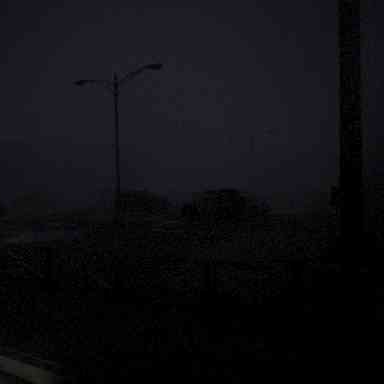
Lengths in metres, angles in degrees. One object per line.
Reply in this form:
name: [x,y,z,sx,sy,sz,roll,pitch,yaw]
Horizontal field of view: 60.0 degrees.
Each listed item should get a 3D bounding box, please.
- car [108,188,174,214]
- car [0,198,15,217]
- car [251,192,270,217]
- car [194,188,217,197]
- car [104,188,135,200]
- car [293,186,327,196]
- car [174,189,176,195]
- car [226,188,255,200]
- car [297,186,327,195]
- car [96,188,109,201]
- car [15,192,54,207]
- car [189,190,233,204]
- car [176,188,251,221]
car: [-4.164,0.739,27.186,4.605,1.855,1.932,-1,1,27]
car: [-16.235,1.239,25.613,4.514,1.523,2.007,-1,1,27]
car: [3.395,0.927,23.339,3.806,1.475,1.970,-1,1,27]
car: [2.517,0.066,62.486,3.806,1.475,1.970,-1,1,27]
car: [-11.352,0.321,52.081,4.605,1.855,1.932,-1,1,27]
car: [19.037,-0.147,53.798,5.027,1.636,2.152,-1,1,27]
car: [-2.713,0.030,68.535,3.633,1.501,1.845,-1,1,27]
car: [6.792,0.271,46.791,3.633,1.501,1.845,-1,1,27]
car: [20.427,-0.233,56.609,4.514,1.523,2.007,-1,1,27]
car: [-12.316,0.386,49.310,3.866,1.878,1.905,-1,1,27]
car: [-18.174,0.852,37.945,5.027,1.636,2.152,-1,1,27]
car: [2.178,0.554,37.932,4.514,1.523,2.007,-1,1,27]
car: [1.323,0.749,20.659,3.866,1.878,1.905,-1,1,27]
